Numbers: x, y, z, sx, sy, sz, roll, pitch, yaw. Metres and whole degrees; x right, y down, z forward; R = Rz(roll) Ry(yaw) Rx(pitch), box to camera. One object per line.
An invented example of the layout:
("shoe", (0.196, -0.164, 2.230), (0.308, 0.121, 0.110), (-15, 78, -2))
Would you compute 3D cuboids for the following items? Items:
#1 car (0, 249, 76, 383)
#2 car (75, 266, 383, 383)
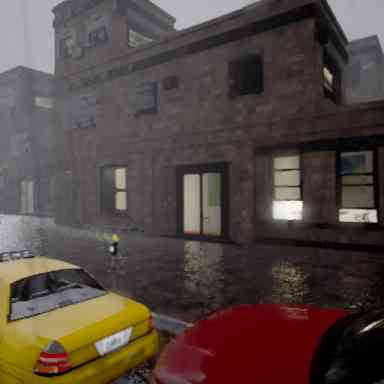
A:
("car", (-2.690, 1.511, 4.805), (4.829, 1.417, 1.752), (0, -1, 36))
("car", (1.966, 1.317, 1.487), (5.009, 1.841, 2.192), (0, -1, 36))
